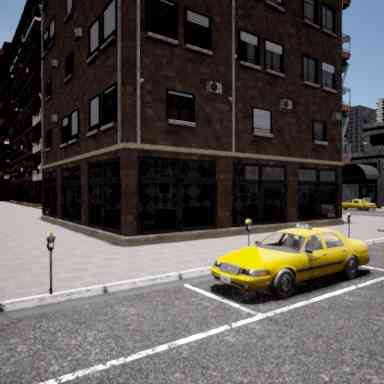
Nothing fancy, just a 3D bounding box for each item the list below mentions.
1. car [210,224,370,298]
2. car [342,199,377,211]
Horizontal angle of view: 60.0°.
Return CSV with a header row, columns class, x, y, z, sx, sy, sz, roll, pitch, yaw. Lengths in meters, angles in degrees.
class,x,y,z,sx,sy,sz,roll,pitch,yaw
car,2.671,1.525,8.478,4.829,1.417,1.752,0,0,-36
car,19.322,1.465,39.711,1.752,1.417,4.829,0,0,-35
